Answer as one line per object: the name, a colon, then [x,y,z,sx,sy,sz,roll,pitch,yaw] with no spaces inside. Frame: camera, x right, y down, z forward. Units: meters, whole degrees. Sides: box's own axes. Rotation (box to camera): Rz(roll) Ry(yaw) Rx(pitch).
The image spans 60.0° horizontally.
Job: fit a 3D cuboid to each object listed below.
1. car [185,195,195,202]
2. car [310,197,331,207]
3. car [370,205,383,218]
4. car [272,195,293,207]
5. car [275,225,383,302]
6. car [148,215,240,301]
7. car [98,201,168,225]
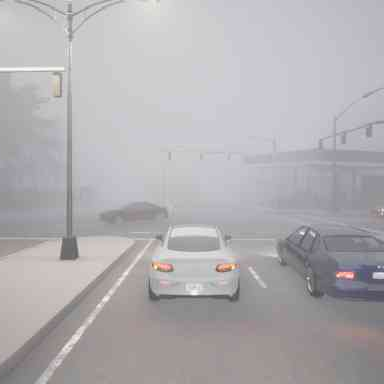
car: [-0.428,1.428,72.796,1.812,1.442,4.674,0,0,0]
car: [18.669,1.433,48.595,1.970,1.475,3.806,0,0,0]
car: [17.378,1.355,27.703,4.553,1.767,2.097,0,0,-2]
car: [12.929,1.261,47.798,2.242,1.667,4.611,0,0,0]
car: [3.518,1.545,8.483,2.033,1.411,5.357,0,0,3]
car: [0.039,1.516,8.178,1.812,1.442,4.674,0,0,0]
car: [-4.096,1.439,23.618,5.008,1.535,1.882,0,-1,-33]
